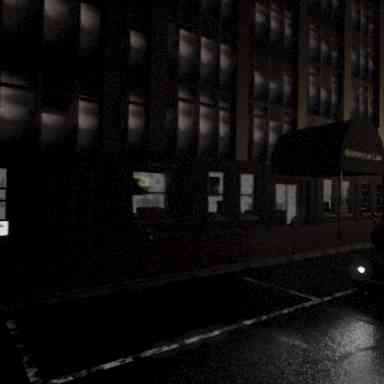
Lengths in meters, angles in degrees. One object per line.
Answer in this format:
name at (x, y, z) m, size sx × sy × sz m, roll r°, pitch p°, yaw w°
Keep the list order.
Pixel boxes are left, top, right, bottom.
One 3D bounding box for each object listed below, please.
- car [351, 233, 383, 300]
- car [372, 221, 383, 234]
car at (5.571, 1.662, 7.350) m, size 4.718 × 1.301 × 1.895 m, roll 1°, pitch 0°, yaw -35°
car at (9.111, 1.419, 13.039) m, size 5.009 × 1.841 × 2.192 m, roll 0°, pitch 1°, yaw -35°
